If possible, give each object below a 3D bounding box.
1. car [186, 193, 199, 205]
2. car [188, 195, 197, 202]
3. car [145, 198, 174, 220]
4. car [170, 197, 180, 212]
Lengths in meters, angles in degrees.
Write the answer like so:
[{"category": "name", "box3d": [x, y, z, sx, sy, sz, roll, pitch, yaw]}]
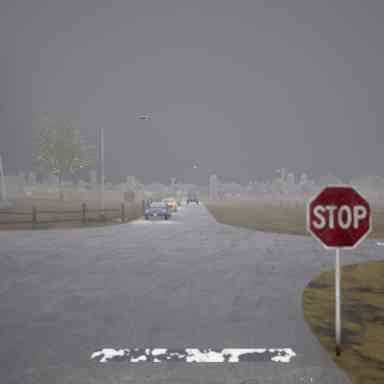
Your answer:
[{"category": "car", "box3d": [0.108, 1.239, 60.845, 2.150, 2.045, 5.566, 0, 0, 0]}, {"category": "car", "box3d": [0.127, 1.416, 71.240, 1.994, 1.385, 4.181, 0, 0, 0]}, {"category": "car", "box3d": [-2.847, 1.525, 28.681, 1.812, 1.442, 4.674, 0, 0, 2]}, {"category": "car", "box3d": [-2.775, 1.478, 39.272, 1.882, 1.535, 5.008, 0, 0, 0]}]
